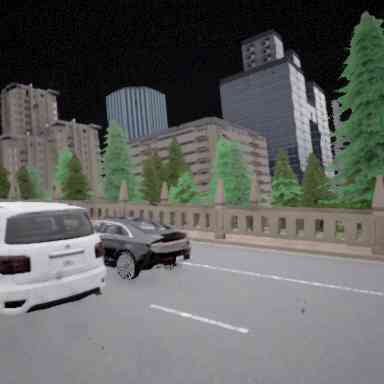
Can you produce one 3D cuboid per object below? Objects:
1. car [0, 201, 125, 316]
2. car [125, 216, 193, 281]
[{"bbox_3d":[-4.207,1.214,6.989,5.566,2.045,2.150,1,0,35],"label":"car"},{"bbox_3d":[-2.279,1.482,9.914,4.902,1.511,2.128,0,0,35],"label":"car"}]
